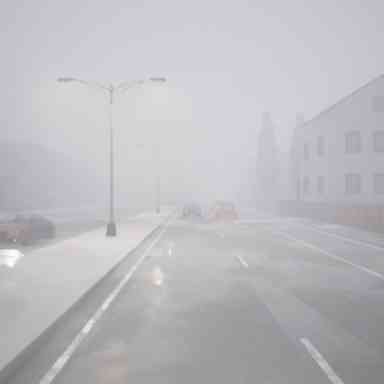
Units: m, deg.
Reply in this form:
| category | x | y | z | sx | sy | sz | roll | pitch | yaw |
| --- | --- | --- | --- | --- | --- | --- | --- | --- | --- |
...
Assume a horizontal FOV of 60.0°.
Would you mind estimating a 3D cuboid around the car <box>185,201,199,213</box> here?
| category | x | y | z | sx | sy | sz | roll | pitch | yaw |
| --- | --- | --- | --- | --- | --- | --- | --- | --- | --- |
| car | -0.021 | 1.970 | 44.539 | 1.812 | 1.442 | 4.674 | 0 | 0 | 0 |

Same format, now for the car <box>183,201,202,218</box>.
| category | x | y | z | sx | sy | sz | roll | pitch | yaw |
| --- | --- | --- | --- | --- | --- | --- | --- | --- | --- |
| car | 0.013 | 1.942 | 34.233 | 1.895 | 1.301 | 4.718 | 0 | -1 | 0 |

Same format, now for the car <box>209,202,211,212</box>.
| category | x | y | z | sx | sy | sz | roll | pitch | yaw |
| --- | --- | --- | --- | --- | --- | --- | --- | --- | --- |
| car | 3.436 | 1.796 | 44.748 | 2.097 | 1.767 | 4.553 | 0 | -1 | 0 |

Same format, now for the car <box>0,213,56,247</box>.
| category | x | y | z | sx | sy | sz | roll | pitch | yaw |
| --- | --- | --- | --- | --- | --- | --- | --- | --- | --- |
| car | -8.137 | 1.725 | 15.866 | 1.994 | 1.385 | 4.181 | 0 | 0 | -1 |

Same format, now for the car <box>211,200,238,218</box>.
| category | x | y | z | sx | sy | sz | roll | pitch | yaw |
| --- | --- | --- | --- | --- | --- | --- | --- | --- | --- |
| car | 3.462 | 1.696 | 34.542 | 2.097 | 1.767 | 4.553 | 0 | -1 | 0 |
